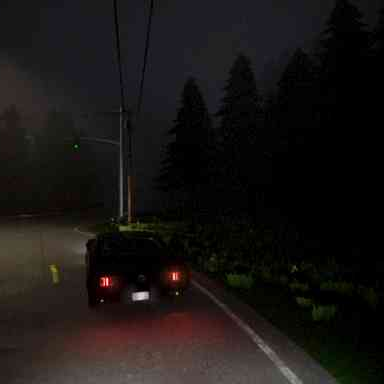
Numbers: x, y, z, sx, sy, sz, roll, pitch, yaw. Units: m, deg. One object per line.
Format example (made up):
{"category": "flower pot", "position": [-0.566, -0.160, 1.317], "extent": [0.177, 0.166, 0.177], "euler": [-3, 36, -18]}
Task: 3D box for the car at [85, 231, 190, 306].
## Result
{"category": "car", "position": [-1.615, 1.601, 8.148], "extent": [1.895, 1.301, 4.718], "euler": [0, 0, -18]}
